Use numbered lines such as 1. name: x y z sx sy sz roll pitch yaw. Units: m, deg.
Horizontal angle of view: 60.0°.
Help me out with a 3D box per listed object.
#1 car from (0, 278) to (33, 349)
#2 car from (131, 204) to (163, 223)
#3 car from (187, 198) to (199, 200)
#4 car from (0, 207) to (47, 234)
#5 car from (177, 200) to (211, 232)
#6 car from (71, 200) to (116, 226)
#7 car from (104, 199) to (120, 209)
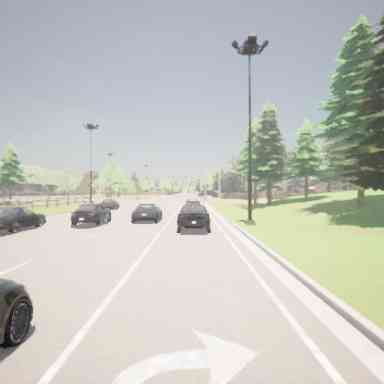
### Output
1. car: -3.400 1.526 3.297 1.812 1.442 4.674 0 0 0
2. car: -3.397 1.567 25.576 1.994 1.385 4.181 0 0 0
3. car: 0.106 1.496 40.115 2.128 1.511 4.902 0 0 0
4. car: -10.397 1.550 19.275 2.033 1.411 5.357 0 0 0
5. car: 0.102 1.480 20.118 1.882 1.535 5.008 0 0 0
6. car: -6.897 1.528 23.085 1.812 1.442 4.674 0 0 0
7. car: -10.394 1.569 41.788 1.994 1.385 4.181 0 0 0
